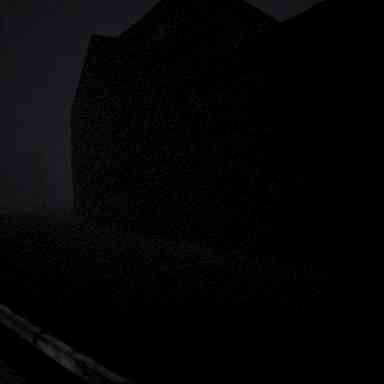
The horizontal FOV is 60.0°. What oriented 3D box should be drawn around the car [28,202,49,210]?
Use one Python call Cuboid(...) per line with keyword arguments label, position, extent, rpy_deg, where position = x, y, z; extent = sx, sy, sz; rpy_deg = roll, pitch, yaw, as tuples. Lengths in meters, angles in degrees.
Cuboid(label="car", position=(-27.949, 2.524, 60.631), extent=(2.033, 1.411, 5.357), rpy_deg=(-3, -1, -2))
